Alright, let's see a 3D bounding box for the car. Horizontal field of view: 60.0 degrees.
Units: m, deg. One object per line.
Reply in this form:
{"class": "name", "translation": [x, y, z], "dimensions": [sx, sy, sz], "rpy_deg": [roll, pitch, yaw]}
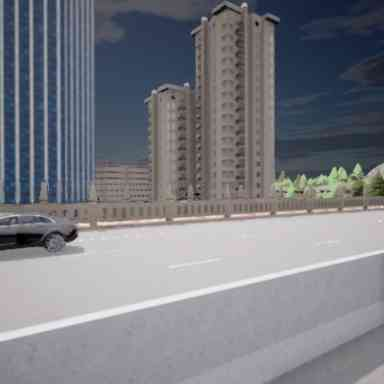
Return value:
{"class": "car", "translation": [-6.680, 1.485, 12.125], "dimensions": [4.902, 1.511, 2.128], "rpy_deg": [0, 0, -35]}
